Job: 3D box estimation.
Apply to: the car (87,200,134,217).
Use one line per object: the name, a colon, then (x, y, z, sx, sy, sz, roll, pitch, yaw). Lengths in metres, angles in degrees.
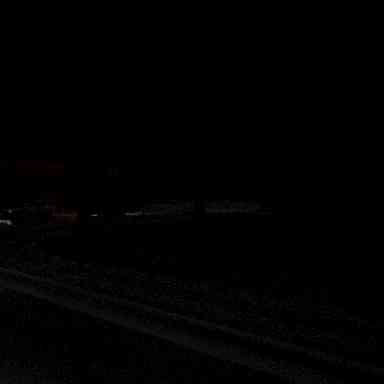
car: (-8.362, 1.578, 32.555, 1.837, 1.490, 4.892, 0, 0, 34)

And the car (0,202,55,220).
car: (-14.622, 1.609, 29.845, 1.812, 1.442, 4.674, 0, 0, 34)
